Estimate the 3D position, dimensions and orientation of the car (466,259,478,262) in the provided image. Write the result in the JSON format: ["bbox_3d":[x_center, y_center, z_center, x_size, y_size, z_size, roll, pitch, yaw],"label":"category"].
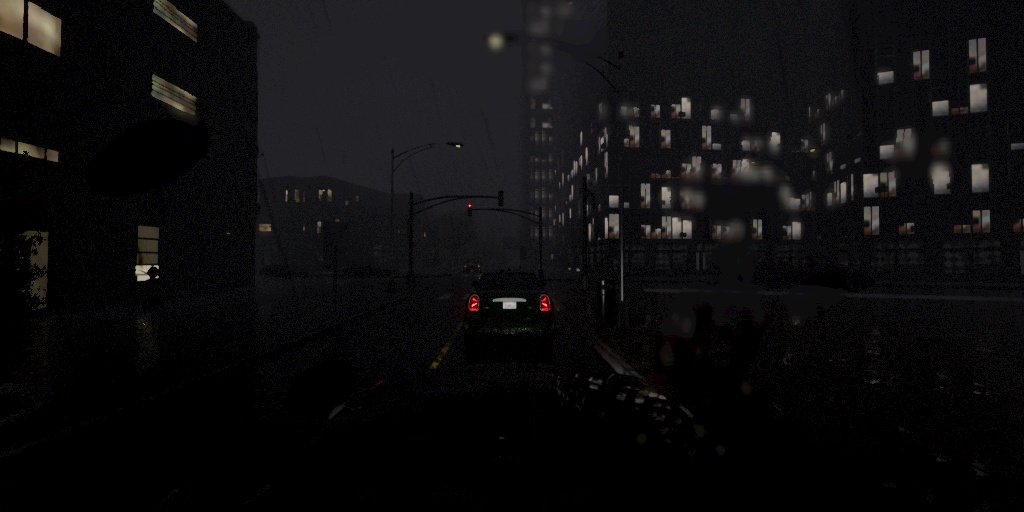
[{"bbox_3d":[-4.724,1.112,42.737,2.097,1.767,4.553,0,0,-5],"label":"car"}]

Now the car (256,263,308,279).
[{"bbox_3d":[-20.166,1.320,31.691,4.313,1.339,1.948,0,0,19],"label":"car"}]

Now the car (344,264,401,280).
[{"bbox_3d":[-12.282,1.370,31.648,4.718,1.301,1.895,0,-1,19],"label":"car"}]

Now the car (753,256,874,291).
[{"bbox_3d":[16.022,0.931,19.378,5.009,1.841,2.192,0,0,19],"label":"car"}]

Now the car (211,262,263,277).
[{"bbox_3d":[-28.496,1.333,37.107,4.892,1.490,1.837,0,-1,19],"label":"car"}]

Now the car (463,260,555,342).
[{"bbox_3d":[-0.088,1.105,9.990,2.097,1.767,4.553,0,0,-1],"label":"car"}]
